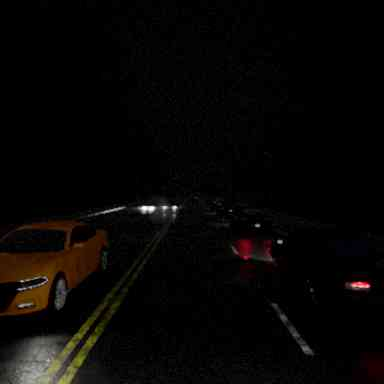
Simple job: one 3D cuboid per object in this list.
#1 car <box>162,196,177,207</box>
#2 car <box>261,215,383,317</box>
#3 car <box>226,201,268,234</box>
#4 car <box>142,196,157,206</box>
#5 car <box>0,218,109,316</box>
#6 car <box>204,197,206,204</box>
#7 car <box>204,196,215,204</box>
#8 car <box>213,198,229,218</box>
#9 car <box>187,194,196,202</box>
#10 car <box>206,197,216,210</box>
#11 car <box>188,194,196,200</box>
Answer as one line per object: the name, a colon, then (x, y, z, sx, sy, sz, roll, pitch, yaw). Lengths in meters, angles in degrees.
car: (-3.348, 1.425, 50.946, 1.837, 1.490, 4.892, 0, -1, 0)
car: (3.245, 1.524, 7.725, 2.033, 1.411, 5.357, 0, 0, 0)
car: (3.239, 1.478, 18.726, 1.812, 1.442, 4.674, 0, 0, 0)
car: (-6.596, 1.411, 51.595, 2.128, 1.511, 4.902, 0, 0, 0)
car: (-3.355, 1.454, 7.765, 1.882, 1.535, 5.008, 0, 0, 0)
car: (3.221, 1.482, 51.728, 1.994, 1.385, 4.181, 0, 0, 0)
car: (3.215, 1.525, 62.759, 1.895, 1.301, 4.718, 0, 0, 0)
car: (3.233, 1.499, 29.726, 1.994, 1.385, 4.181, 0, 0, 0)
car: (-0.039, 1.356, 70.959, 2.033, 1.411, 5.357, 0, 0, 0)
car: (3.227, 1.428, 40.757, 2.163, 1.488, 4.792, 0, 0, 0)
car: (-0.050, 1.355, 90.828, 2.033, 1.411, 5.357, 0, 0, 0)
